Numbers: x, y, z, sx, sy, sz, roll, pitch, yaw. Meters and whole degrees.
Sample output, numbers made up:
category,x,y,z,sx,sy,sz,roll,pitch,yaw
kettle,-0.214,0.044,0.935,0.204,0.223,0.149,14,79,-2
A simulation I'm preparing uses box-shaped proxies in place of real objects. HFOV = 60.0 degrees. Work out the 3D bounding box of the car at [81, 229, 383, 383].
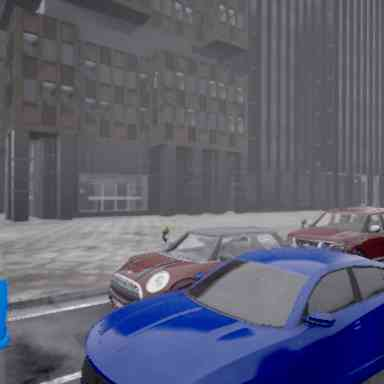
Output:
category,x,y,z,sx,sy,sz,roll,pitch,yaw
car,1.195,1.512,4.232,5.008,1.535,1.882,1,0,-36

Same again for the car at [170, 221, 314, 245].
category,x,y,z,sx,sy,sz,roll,pitch,yaw
car,0.389,1.484,6.933,4.097,1.590,1.967,1,-1,-36

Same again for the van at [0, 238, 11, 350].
category,x,y,z,sx,sy,sz,roll,pitch,yaw
van,-4.201,1.326,3.657,3.998,1.788,1.690,1,-1,-36

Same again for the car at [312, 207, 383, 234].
category,x,y,z,sx,sy,sz,roll,pitch,yaw
car,4.981,1.418,10.212,5.009,1.841,2.192,1,-1,-36
